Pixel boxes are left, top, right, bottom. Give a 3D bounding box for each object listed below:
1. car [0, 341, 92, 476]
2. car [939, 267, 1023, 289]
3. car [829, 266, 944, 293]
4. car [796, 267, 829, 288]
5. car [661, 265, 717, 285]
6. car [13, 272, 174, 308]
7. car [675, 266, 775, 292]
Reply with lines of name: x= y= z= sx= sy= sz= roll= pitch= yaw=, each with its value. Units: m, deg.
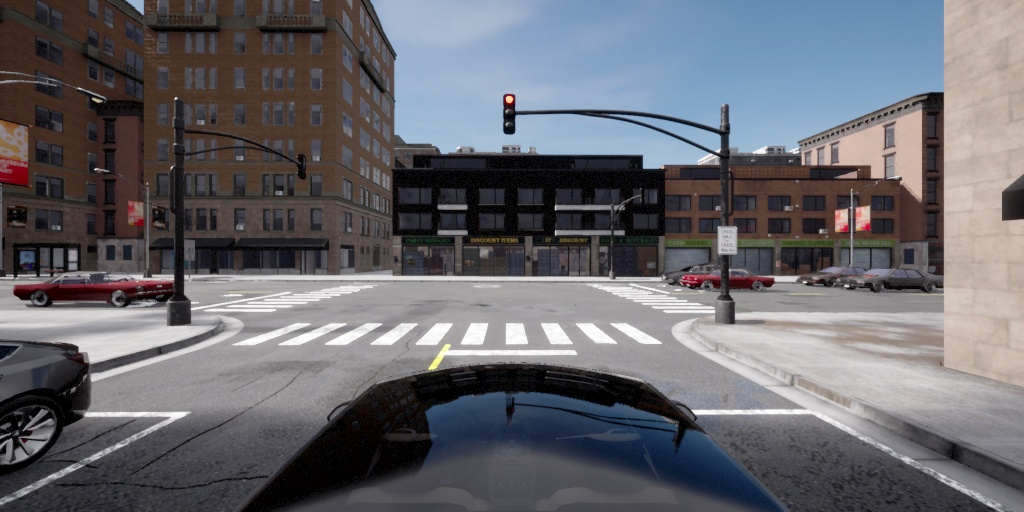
car: x=-5.388 y=1.316 z=2.073 sx=1.948 sy=1.339 sz=4.313 roll=0 pitch=0 yaw=-1
car: x=32.829 y=1.492 z=24.831 sx=4.181 sy=1.385 sz=1.994 roll=0 pitch=0 yaw=-1
car: x=22.663 y=1.421 z=21.450 sx=5.357 sy=1.411 sz=2.033 roll=0 pitch=0 yaw=-1
car: x=22.802 y=1.422 z=24.706 sx=5.357 sy=1.411 sz=2.033 roll=0 pitch=0 yaw=-1
car: x=12.817 y=1.328 z=24.568 sx=4.892 sy=1.490 sz=1.837 roll=1 pitch=0 yaw=-1
car: x=-16.206 y=1.280 z=14.226 sx=4.718 sy=1.301 sz=1.895 roll=0 pitch=0 yaw=-1
car: x=12.667 y=1.422 z=21.318 sx=4.718 sy=1.301 sz=1.895 roll=0 pitch=0 yaw=-1
